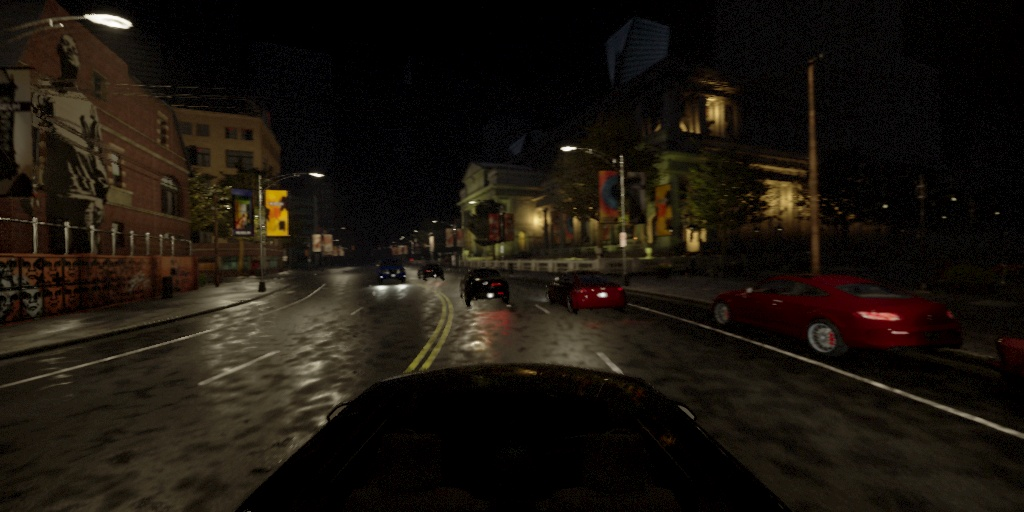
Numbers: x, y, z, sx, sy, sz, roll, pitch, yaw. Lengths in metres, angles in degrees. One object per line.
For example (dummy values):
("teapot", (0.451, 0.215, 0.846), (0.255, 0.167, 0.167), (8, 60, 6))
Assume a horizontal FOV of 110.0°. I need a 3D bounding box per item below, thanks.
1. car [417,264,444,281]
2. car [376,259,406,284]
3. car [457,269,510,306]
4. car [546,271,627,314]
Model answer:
("car", (-7.670, 1.494, 33.616), (1.837, 1.490, 4.892), (-1, 0, -23))
("car", (-10.816, 1.276, 31.882), (2.150, 2.045, 5.566), (-1, 0, -23))
("car", (-1.358, 1.308, 16.438), (1.837, 1.490, 4.892), (-1, 0, -12))
("car", (2.676, 1.257, 13.743), (1.994, 1.385, 4.181), (-2, 0, -9))
